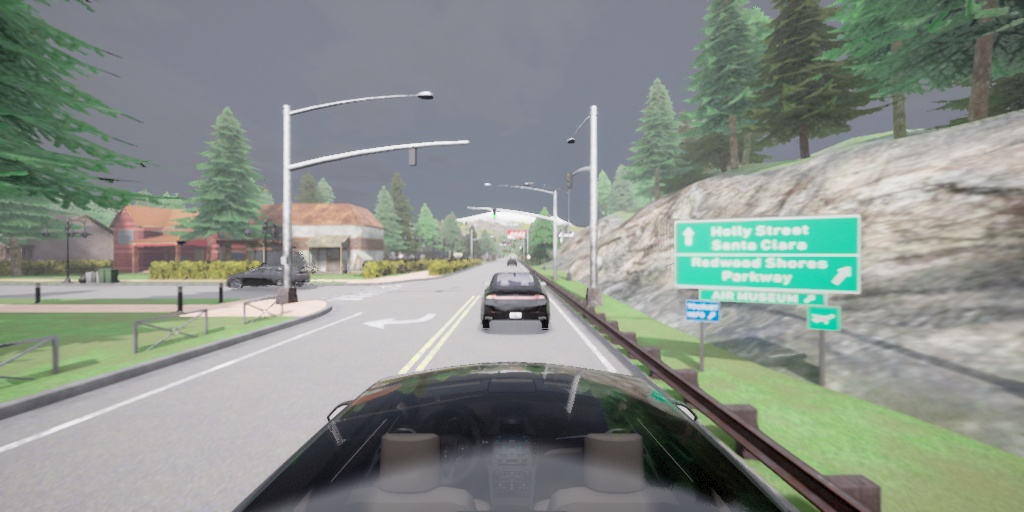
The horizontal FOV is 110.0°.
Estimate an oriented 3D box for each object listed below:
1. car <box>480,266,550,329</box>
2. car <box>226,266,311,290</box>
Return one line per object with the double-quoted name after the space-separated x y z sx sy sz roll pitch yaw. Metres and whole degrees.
0.086 1.229 11.159 2.128 1.511 4.902 0 0 0 "car"
-15.732 1.375 23.263 4.902 1.511 2.128 0 0 0 "car"
